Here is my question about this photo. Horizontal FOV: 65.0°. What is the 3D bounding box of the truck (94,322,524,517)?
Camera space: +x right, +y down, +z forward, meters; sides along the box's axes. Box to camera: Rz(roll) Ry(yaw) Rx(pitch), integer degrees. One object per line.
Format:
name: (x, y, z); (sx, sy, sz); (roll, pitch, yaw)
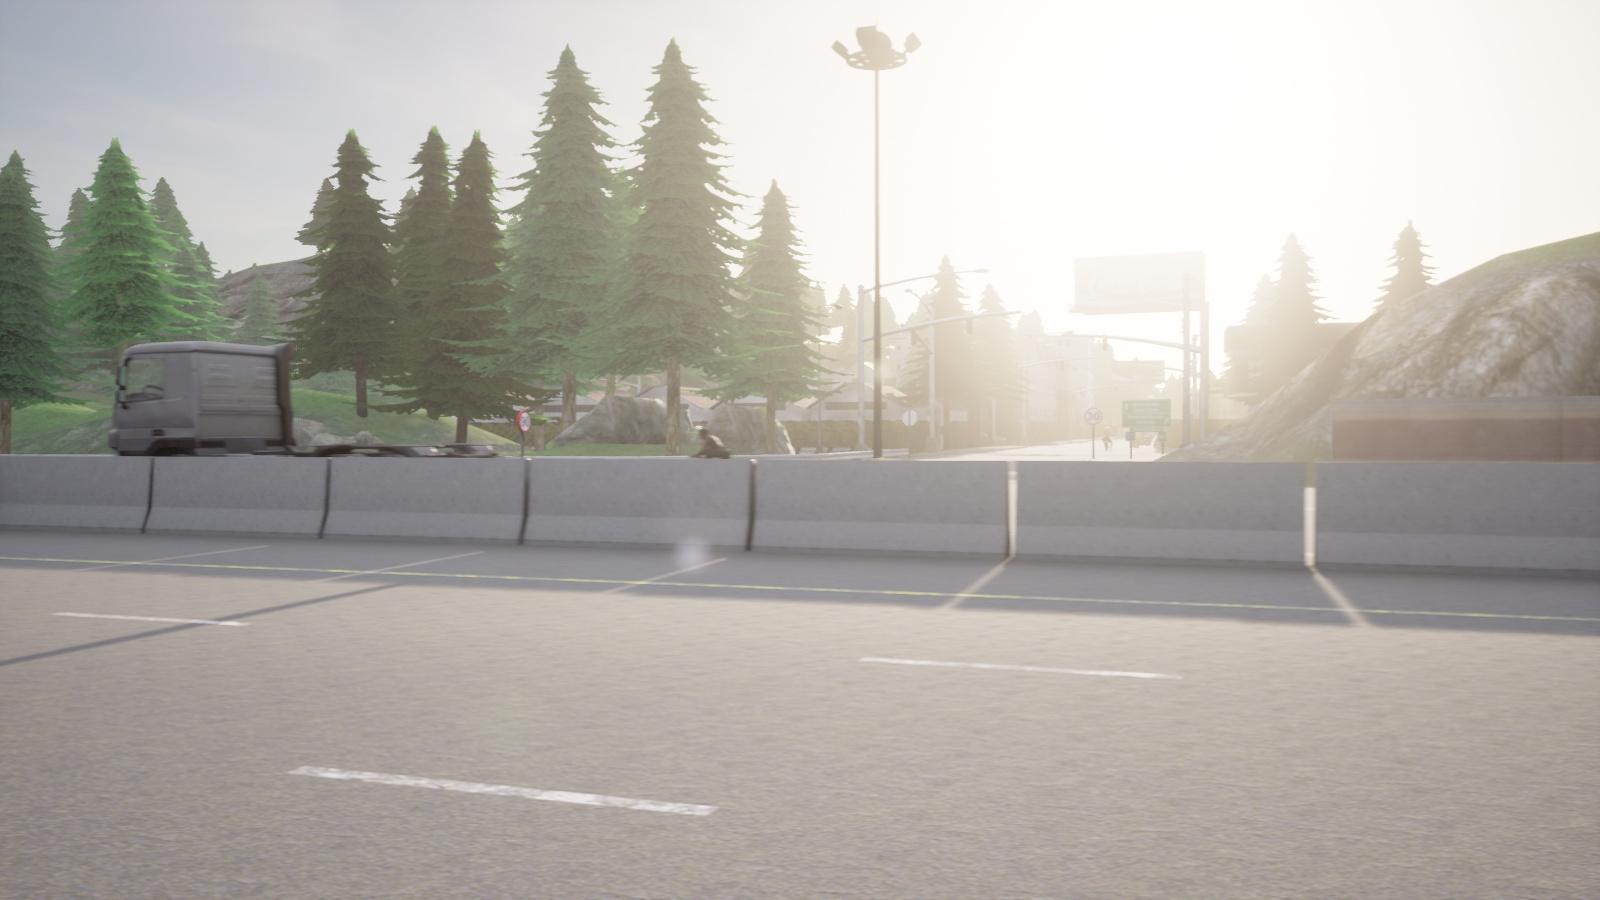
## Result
truck: (-9.722, -0.591, 24.913); (7.936, 3.462, 2.891); (1, 1, 19)

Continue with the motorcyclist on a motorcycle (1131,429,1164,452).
motorcyclist on a motorcycle: (26.310, -0.715, 95.091); (2.350, 1.649, 0.766); (1, 2, 18)
